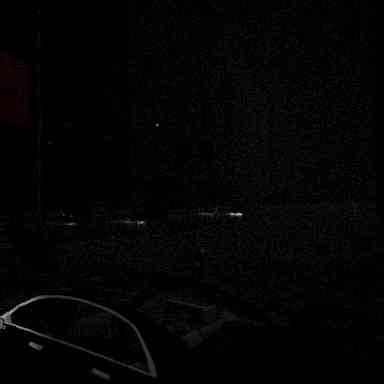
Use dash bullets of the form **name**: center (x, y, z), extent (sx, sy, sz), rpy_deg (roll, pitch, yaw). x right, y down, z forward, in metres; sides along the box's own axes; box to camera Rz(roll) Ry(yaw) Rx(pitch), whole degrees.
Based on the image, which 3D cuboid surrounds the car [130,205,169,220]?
- **car**: center (-4.631, 2.201, 36.457), extent (1.882, 1.535, 5.008), rpy_deg (-1, -1, 35)

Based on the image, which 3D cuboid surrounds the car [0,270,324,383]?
- **car**: center (-0.927, 1.571, 3.625), extent (4.403, 1.369, 2.008), rpy_deg (-1, 0, 35)

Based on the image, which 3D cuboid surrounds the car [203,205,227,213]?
- **car**: center (3.727, 2.714, 53.585), extent (1.895, 1.301, 4.718), rpy_deg (-1, -2, 36)

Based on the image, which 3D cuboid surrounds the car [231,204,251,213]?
- **car**: center (8.003, 2.701, 53.932), extent (1.994, 1.385, 4.181), rpy_deg (-1, -2, 36)

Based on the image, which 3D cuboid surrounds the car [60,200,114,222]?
- **car**: center (-10.554, 1.869, 33.802), extent (2.150, 2.045, 5.566), rpy_deg (-1, -1, 36)
